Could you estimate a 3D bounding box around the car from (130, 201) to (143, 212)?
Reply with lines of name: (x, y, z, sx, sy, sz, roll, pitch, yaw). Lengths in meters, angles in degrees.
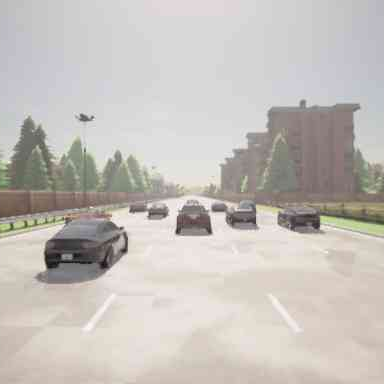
car: (-6.964, 1.916, 44.092, 1.994, 1.385, 4.181, 0, 0, 0)

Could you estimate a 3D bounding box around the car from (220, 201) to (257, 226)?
car: (3.591, 1.692, 24.891, 2.128, 1.511, 4.902, 0, 0, 0)

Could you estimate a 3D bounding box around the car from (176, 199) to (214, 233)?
car: (0.093, 1.522, 21.305, 2.097, 1.767, 4.553, 0, -1, 0)

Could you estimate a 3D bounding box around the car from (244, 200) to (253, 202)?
car: (7.042, 1.852, 43.162, 1.837, 1.490, 4.892, 0, 0, 0)

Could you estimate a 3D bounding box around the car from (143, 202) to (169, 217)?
car: (-3.416, 1.820, 34.106, 2.033, 1.411, 5.357, 0, 0, 0)

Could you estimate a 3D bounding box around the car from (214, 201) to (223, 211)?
car: (3.537, 1.918, 44.116, 1.994, 1.385, 4.181, 0, 0, 0)

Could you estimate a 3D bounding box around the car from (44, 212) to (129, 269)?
car: (-3.404, 1.617, 11.371, 1.812, 1.442, 4.674, 0, 0, 0)

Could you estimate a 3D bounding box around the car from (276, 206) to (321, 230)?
car: (7.093, 1.688, 22.512, 1.837, 1.490, 4.892, 0, 0, 0)

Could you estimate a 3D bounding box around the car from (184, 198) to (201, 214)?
car: (0.051, 1.682, 41.313, 2.097, 1.767, 4.553, 0, -1, 0)

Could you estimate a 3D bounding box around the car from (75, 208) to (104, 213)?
car: (-6.907, 1.783, 22.824, 1.895, 1.301, 4.718, 0, 0, 0)
